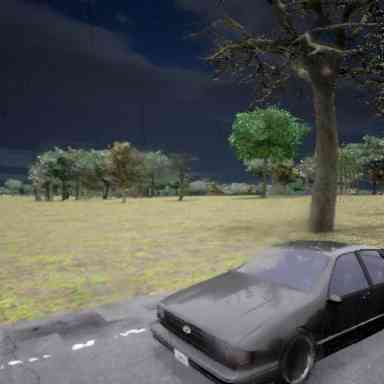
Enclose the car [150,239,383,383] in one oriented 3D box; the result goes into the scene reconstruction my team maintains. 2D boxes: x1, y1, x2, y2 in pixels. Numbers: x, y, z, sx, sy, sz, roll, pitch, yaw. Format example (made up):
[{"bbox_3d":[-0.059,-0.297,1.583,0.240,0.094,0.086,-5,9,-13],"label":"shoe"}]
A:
[{"bbox_3d":[2.041,1.546,5.445,5.357,1.411,2.033,0,0,-35],"label":"car"}]
